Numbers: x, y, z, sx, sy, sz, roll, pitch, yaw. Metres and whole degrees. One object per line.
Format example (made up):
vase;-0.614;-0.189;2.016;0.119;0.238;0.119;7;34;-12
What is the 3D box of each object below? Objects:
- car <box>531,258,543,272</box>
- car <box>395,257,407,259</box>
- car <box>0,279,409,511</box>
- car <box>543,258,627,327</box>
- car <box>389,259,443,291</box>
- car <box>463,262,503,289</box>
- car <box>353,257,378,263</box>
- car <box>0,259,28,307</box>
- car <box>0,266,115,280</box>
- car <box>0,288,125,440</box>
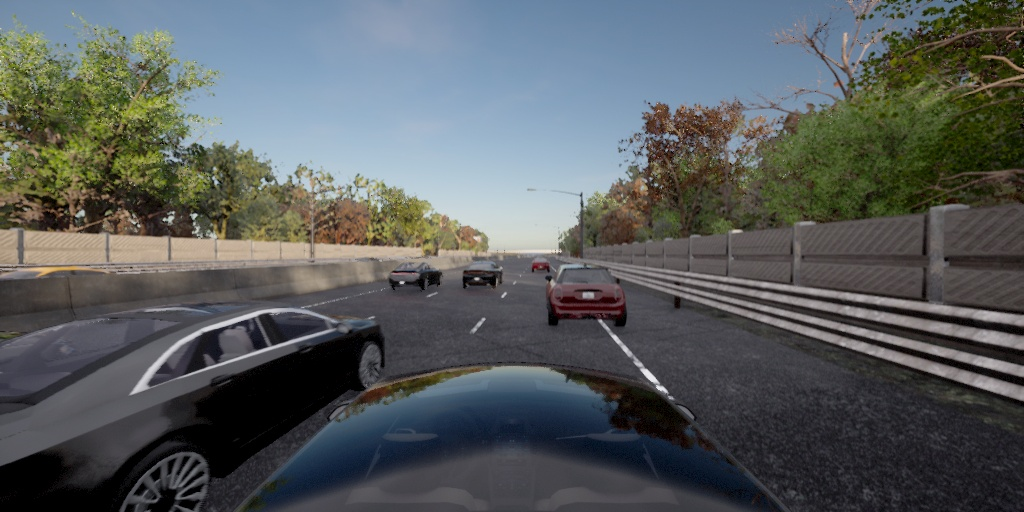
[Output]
car;3.164;0.958;39.513;1.882;1.535;5.008;0;0;5
car;-16.901;0.903;54.236;1.812;1.442;4.674;0;0;5
car;-3.072;1.224;3.827;2.128;1.511;4.902;0;0;4
car;2.156;1.030;11.479;2.097;1.767;4.553;0;0;4
car;-5.305;1.105;20.370;2.128;1.511;4.902;0;0;4
car;-1.685;1.082;21.808;1.882;1.535;5.008;0;0;4
car;-20.681;0.905;50.841;1.837;1.490;4.892;0;0;5
car;-20.205;1.022;11.856;2.097;1.767;4.553;0;0;4
car;-16.624;1.142;12.765;1.882;1.535;5.008;0;0;4
car;-6.672;1.233;2.656;2.128;1.511;4.902;0;0;4
